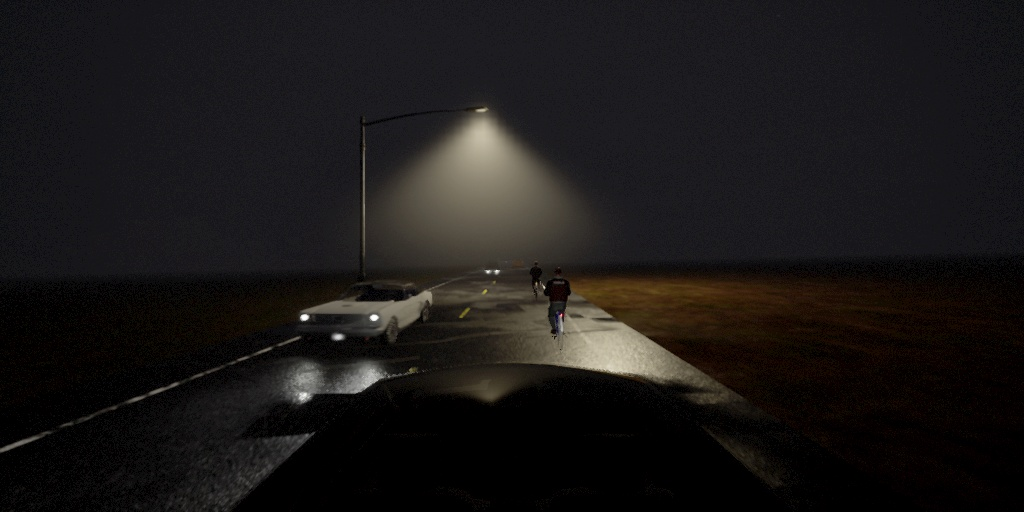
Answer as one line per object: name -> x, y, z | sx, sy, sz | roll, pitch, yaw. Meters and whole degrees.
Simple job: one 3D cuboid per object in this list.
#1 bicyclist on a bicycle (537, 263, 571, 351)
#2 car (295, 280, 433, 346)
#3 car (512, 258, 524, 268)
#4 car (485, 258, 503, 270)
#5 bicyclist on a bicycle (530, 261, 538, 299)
bicyclist on a bicycle -> 1.010, 1.123, 8.090 | 0.659, 1.776, 1.843 | 0, 0, 0
car -> -3.540, 1.354, 9.542 | 1.895, 1.301, 4.718 | 0, 0, 1
car -> 1.014, 1.262, 60.412 | 1.882, 1.535, 5.008 | 0, 0, 1
car -> -2.772, 1.338, 51.860 | 1.994, 1.385, 4.181 | 0, 0, 1
bicyclist on a bicycle -> 1.142, 1.126, 17.061 | 0.659, 1.776, 1.843 | 0, 0, 1
